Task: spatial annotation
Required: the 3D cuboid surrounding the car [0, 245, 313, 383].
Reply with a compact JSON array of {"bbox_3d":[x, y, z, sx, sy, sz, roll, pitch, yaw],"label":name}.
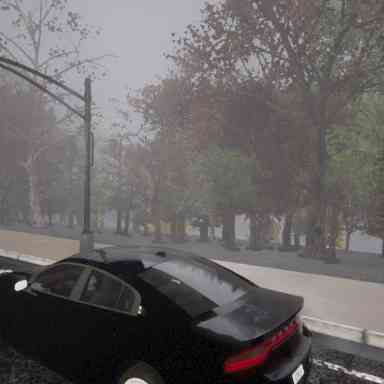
[{"bbox_3d":[-1.034,1.477,4.477,5.008,1.535,1.882,0,0,36],"label":"car"}]
